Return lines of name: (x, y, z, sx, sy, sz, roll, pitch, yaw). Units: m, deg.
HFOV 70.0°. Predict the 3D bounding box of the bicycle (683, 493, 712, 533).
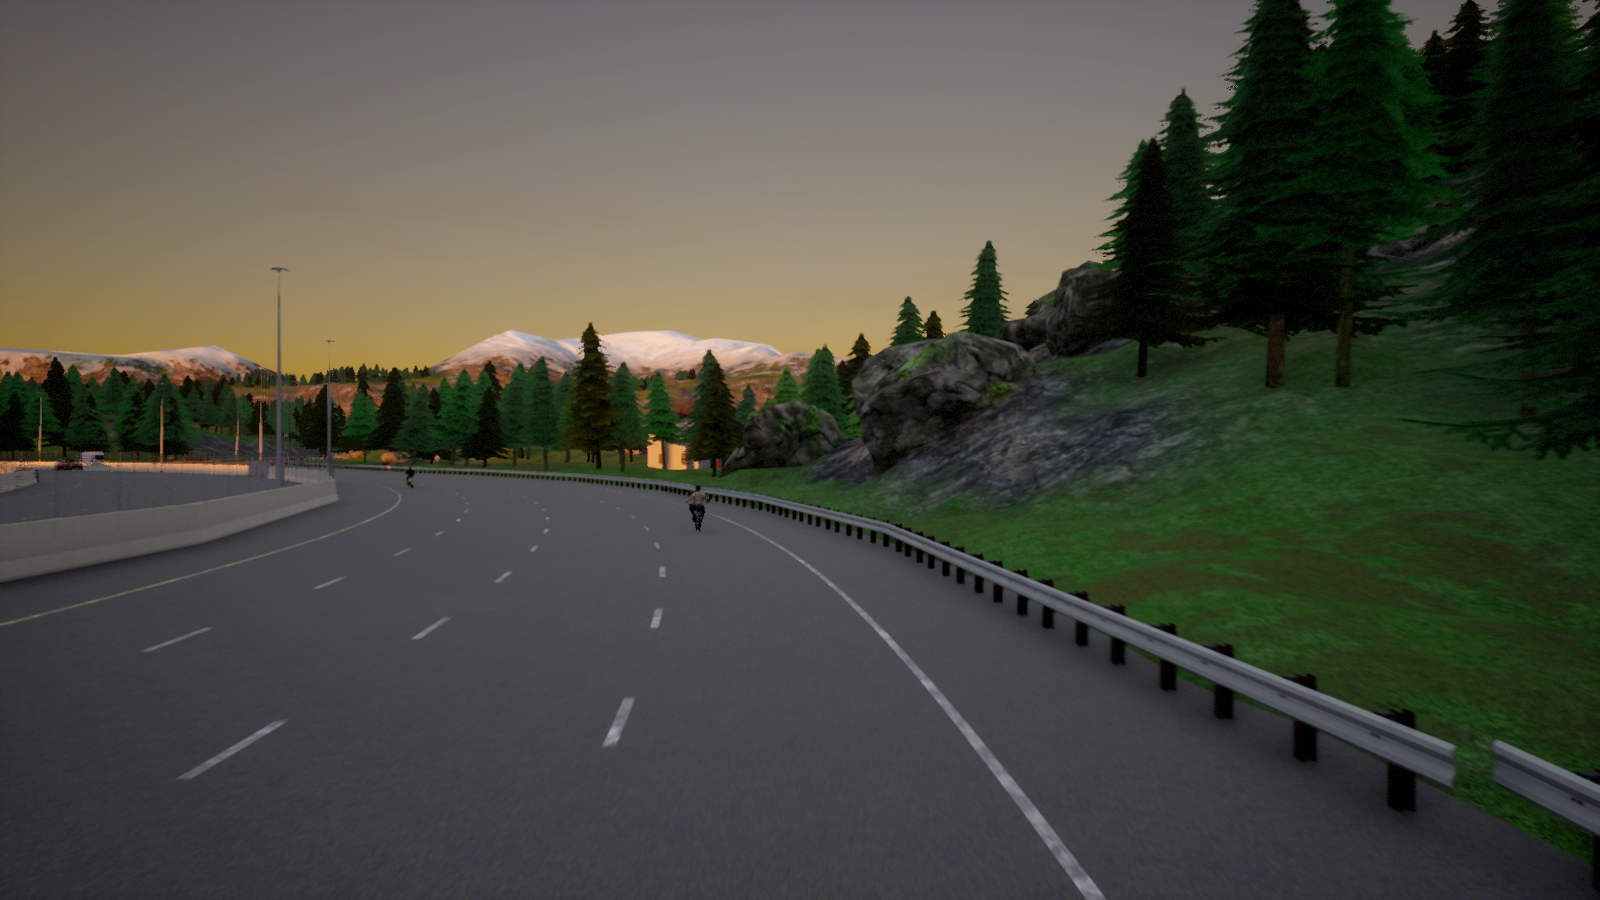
bicycle: (-3.514, 2.153, 39.225, 0.859, 1.295, 1.487, 0, 0, -10)
